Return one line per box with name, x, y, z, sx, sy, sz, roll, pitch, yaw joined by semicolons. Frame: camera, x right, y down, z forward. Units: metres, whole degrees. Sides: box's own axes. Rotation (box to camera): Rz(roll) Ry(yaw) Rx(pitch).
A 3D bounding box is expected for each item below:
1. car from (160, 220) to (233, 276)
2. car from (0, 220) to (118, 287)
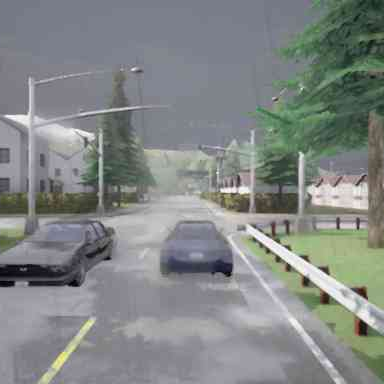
car;0.112;1.554;10.301;1.994;1.385;4.181;0;0;0
car;-3.523;1.537;9.594;2.033;1.411;5.357;0;0;1
